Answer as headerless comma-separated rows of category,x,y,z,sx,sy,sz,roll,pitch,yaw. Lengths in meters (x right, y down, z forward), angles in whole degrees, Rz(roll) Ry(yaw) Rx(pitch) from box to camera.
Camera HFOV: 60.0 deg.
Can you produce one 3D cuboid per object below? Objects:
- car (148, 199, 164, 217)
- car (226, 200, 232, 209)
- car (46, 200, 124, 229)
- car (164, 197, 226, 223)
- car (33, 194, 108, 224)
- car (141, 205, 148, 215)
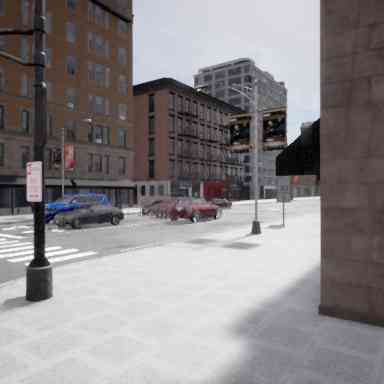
car,-1.249,1.253,28.655,2.097,1.767,4.553,0,0,35
car,2.984,1.457,40.282,1.895,1.301,4.718,0,0,35
car,-6.468,1.464,21.263,1.812,1.442,4.674,0,0,37
car,0.340,1.255,24.926,2.097,1.767,4.553,0,0,35
car,-8.467,1.162,24.070,2.150,2.045,5.566,0,0,35
car,-2.856,1.425,32.018,1.812,1.442,4.674,0,0,35
